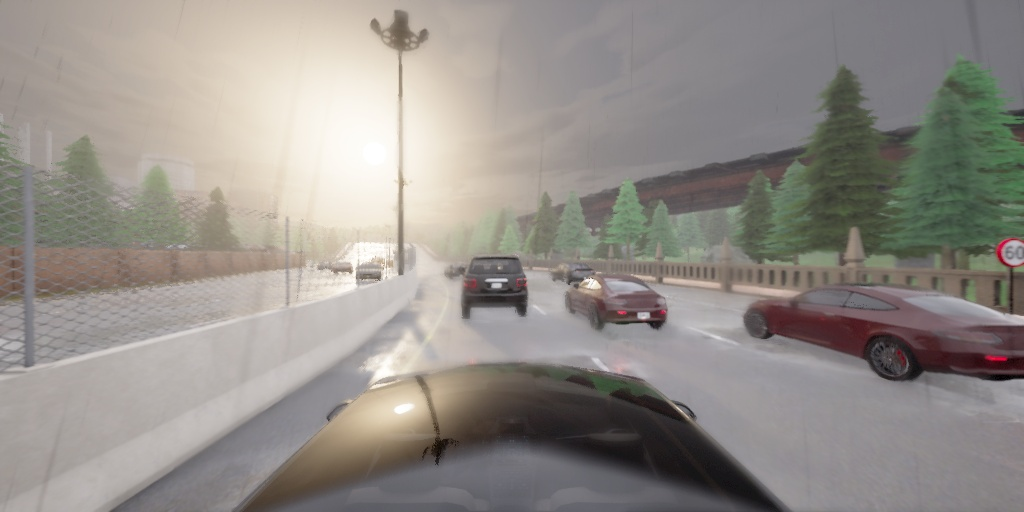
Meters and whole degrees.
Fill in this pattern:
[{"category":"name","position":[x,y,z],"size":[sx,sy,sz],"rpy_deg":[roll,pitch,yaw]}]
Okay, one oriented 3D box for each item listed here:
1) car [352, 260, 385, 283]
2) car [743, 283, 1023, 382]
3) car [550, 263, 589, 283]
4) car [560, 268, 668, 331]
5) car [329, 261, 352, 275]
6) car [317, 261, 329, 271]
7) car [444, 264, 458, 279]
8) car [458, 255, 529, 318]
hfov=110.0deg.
[{"category":"car","position":[-11.358,1.301,28.786],"size":[1.837,1.490,4.892],"rpy_deg":[0,-1,-17]},{"category":"car","position":[6.753,1.248,6.978],"size":[1.812,1.442,4.674],"rpy_deg":[0,0,-3]},{"category":"car","position":[4.157,1.223,25.227],"size":[2.128,1.511,4.902],"rpy_deg":[0,0,-13]},{"category":"car","position":[2.965,1.263,10.900],"size":[1.812,1.442,4.674],"rpy_deg":[0,0,-5]},{"category":"car","position":[-19.501,1.304,41.481],"size":[1.882,1.535,5.008],"rpy_deg":[0,0,-20]},{"category":"car","position":[-27.386,1.422,52.931],"size":[1.994,1.385,4.181],"rpy_deg":[0,0,-20]},{"category":"car","position":[-4.959,1.369,32.279],"size":[1.895,1.301,4.718],"rpy_deg":[0,0,-18]},{"category":"car","position":[-0.777,0.974,13.323],"size":[2.150,2.045,5.566],"rpy_deg":[0,0,-7]}]
